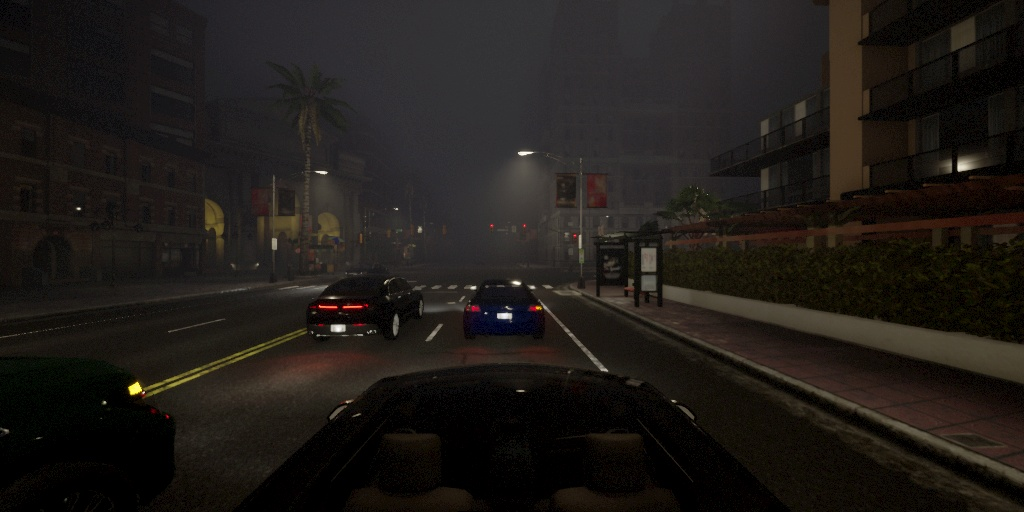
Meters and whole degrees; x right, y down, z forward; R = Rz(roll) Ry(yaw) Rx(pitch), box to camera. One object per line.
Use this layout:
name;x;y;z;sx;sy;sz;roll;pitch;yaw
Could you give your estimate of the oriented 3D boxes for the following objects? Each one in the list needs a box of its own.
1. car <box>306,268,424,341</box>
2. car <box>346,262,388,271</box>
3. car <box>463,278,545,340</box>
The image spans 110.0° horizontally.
car;-3.726;1.255;9.881;1.837;1.490;4.892;0;0;-3
car;-11.377;1.242;28.268;2.128;1.511;4.902;0;0;3
car;-0.237;1.314;10.037;1.994;1.385;4.181;0;0;-2
